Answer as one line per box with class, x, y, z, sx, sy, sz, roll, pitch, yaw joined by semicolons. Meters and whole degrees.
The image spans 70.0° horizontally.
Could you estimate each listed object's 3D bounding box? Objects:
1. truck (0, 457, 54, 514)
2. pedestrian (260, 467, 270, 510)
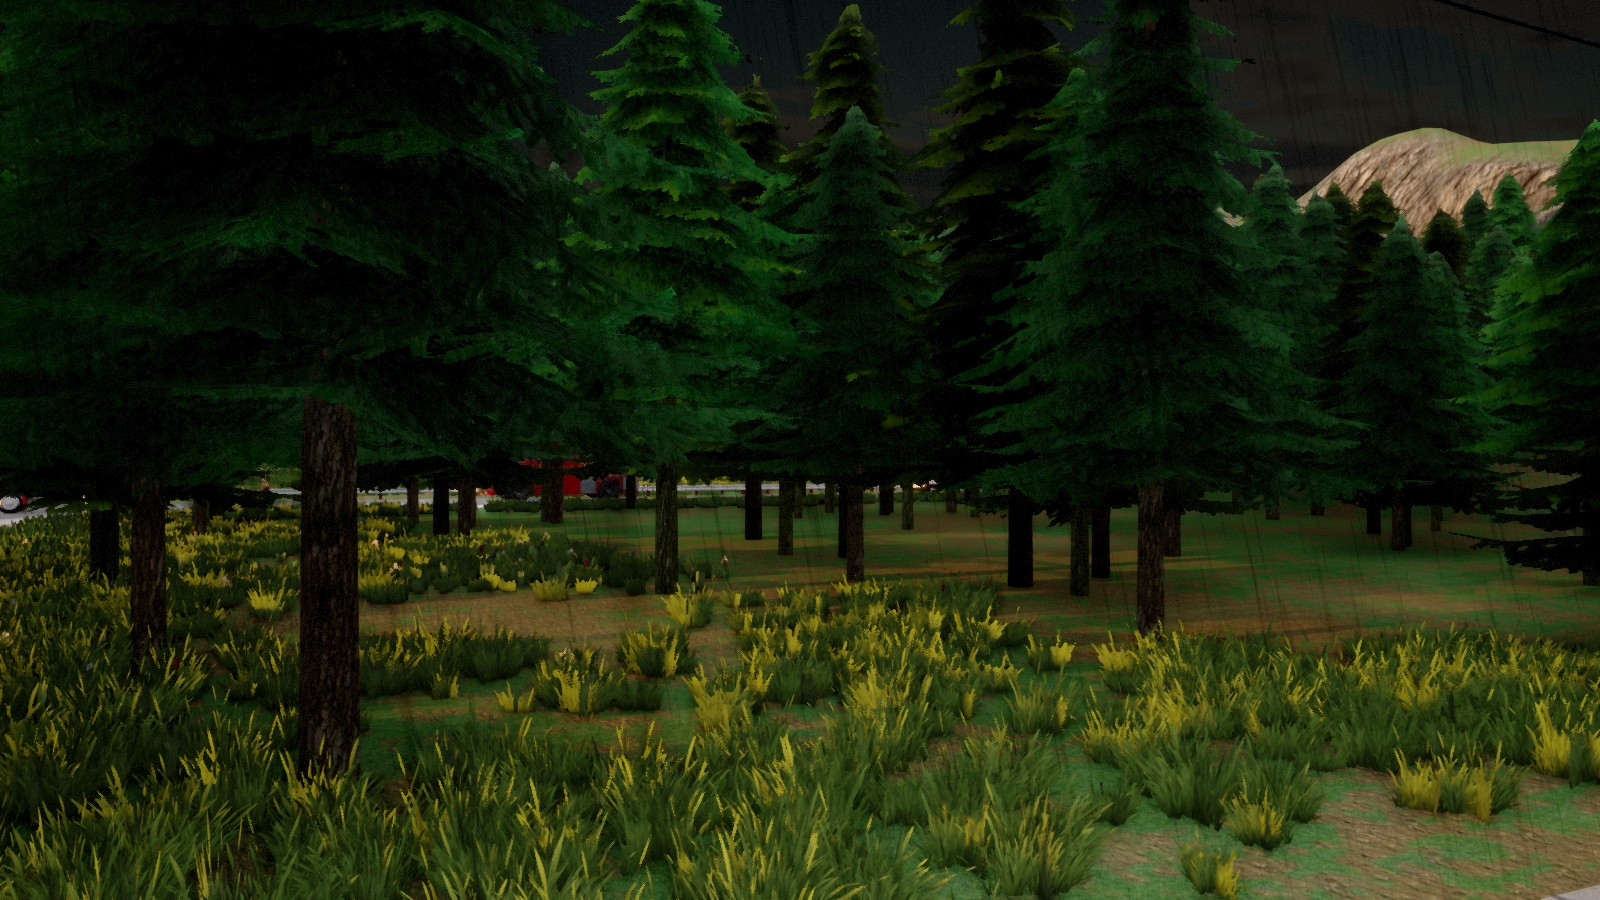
truck;-36.494;1.560;50.946;5.204;2.467;2.627;0;0;-28
pedestrian;-23.242;1.670;49.605;0.375;1.860;0.375;0;0;-28
